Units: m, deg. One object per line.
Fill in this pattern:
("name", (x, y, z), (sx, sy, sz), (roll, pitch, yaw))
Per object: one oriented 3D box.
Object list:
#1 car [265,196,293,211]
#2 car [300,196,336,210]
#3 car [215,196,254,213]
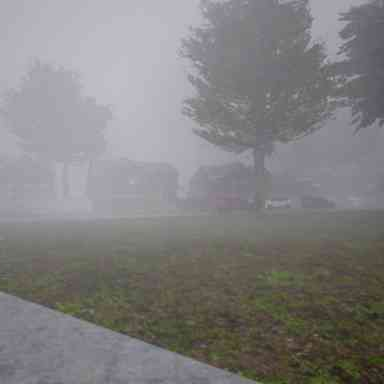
("car", (11.996, 1.604, 48.199), (5.566, 2.045, 2.150), (0, 0, -27))
("car", (18.321, 1.611, 48.351), (5.566, 2.045, 2.150), (0, 0, -27))
("car", (5.497, 1.569, 41.756), (5.566, 2.045, 2.150), (0, 0, -27))
